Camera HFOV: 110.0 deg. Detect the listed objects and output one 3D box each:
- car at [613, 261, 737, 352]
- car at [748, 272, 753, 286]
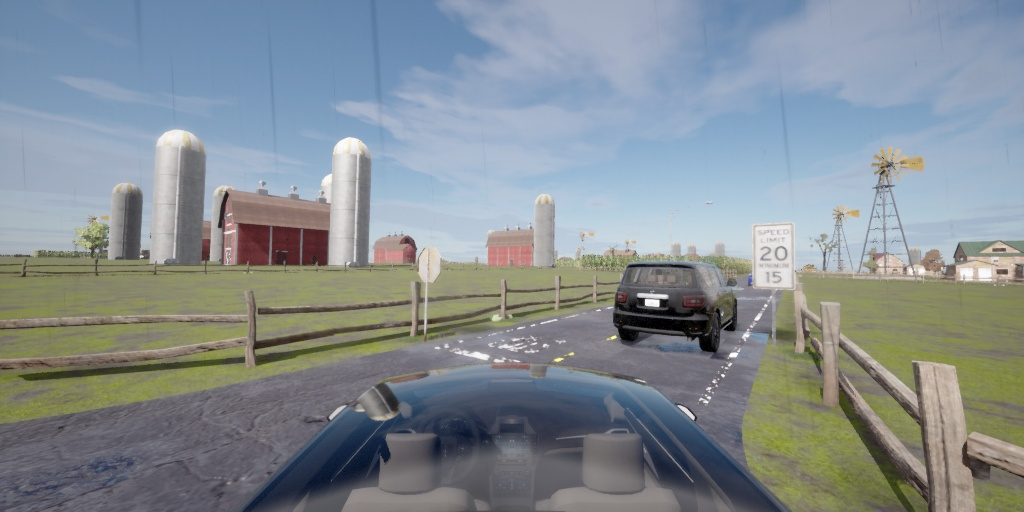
[{"bbox_3d":[4.676,1.171,9.862,2.150,2.045,5.566,-1,-2,38],"label":"car"},{"bbox_3d":[24.354,2.177,35.032,1.882,1.535,5.008,-1,-2,38],"label":"car"}]
